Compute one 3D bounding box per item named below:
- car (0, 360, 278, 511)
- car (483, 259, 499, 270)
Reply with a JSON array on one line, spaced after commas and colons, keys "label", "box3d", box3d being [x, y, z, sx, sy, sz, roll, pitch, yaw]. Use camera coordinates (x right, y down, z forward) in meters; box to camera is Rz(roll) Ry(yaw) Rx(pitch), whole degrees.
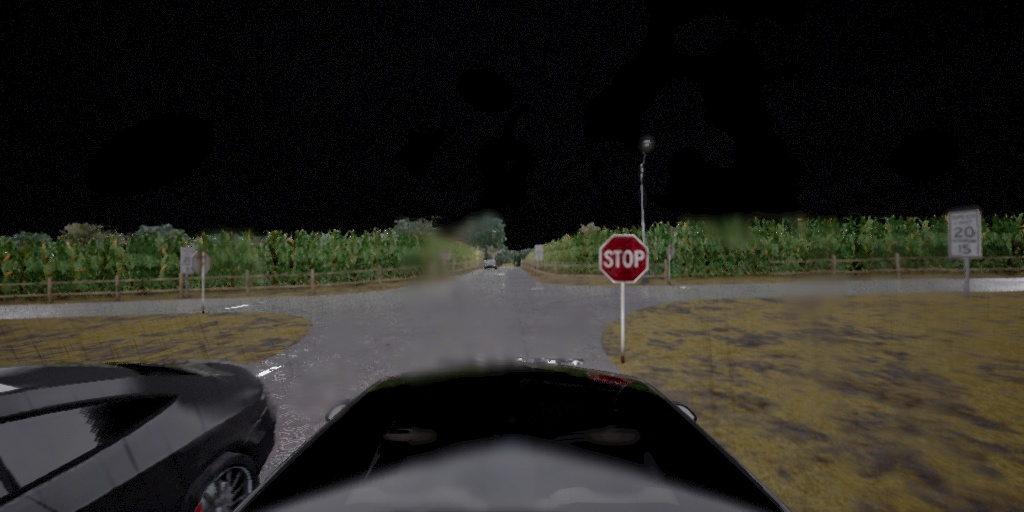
[{"label": "car", "box3d": [-2.746, 1.285, 1.012, 1.812, 1.442, 4.674, 0, 1, 0]}, {"label": "car", "box3d": [-3.029, 1.235, 51.762, 1.837, 1.490, 4.892, 0, 0, 0]}]
